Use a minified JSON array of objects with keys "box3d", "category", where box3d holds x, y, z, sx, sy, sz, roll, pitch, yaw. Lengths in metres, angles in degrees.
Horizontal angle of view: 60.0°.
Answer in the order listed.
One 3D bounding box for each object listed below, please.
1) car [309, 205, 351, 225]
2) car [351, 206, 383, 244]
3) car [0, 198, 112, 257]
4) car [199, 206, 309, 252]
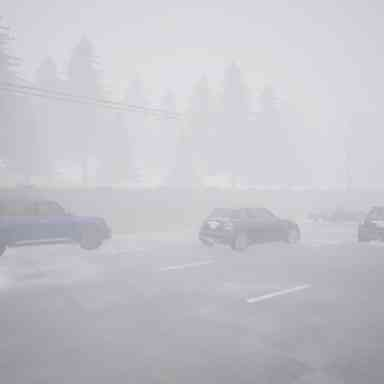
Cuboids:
[{"box3d":[10.634,1.629,24.225,4.718,1.301,1.895,0,0,-35],"category":"car"},{"box3d":[9.379,1.371,14.733,4.553,1.767,2.097,0,0,-35],"category":"car"},{"box3d":[-5.865,1.226,12.463,5.566,2.045,2.150,0,0,-35],"category":"car"},{"box3d":[2.561,1.364,14.171,4.553,1.767,2.097,0,0,-35],"category":"car"}]
